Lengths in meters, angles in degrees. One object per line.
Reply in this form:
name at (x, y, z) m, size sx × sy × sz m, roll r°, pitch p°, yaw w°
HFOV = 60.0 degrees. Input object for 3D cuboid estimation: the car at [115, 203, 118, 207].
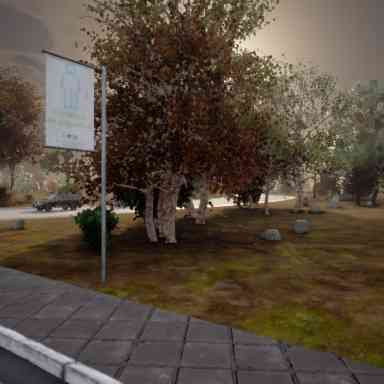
car at (-9.958, 1.458, 48.440) m, size 1.837 × 1.490 × 4.892 m, roll 0°, pitch 0°, yaw 37°

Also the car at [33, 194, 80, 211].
car at (-16.247, 1.209, 40.339) m, size 2.150 × 2.045 × 5.566 m, roll 0°, pitch 0°, yaw 38°
